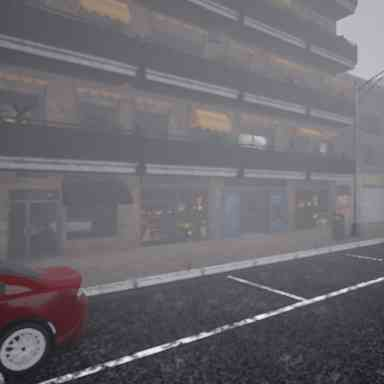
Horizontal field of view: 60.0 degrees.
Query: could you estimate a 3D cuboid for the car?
[{"bbox_3d":[-3.591,1.545,3.998,4.507,1.381,1.887,0,0,-36],"label":"car"}]
